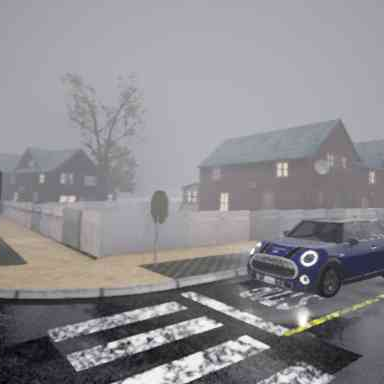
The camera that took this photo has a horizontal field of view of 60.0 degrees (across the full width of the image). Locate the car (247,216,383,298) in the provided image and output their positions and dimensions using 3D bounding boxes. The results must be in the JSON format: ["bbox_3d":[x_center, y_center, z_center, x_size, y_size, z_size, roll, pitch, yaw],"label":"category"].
[{"bbox_3d":[3.626,1.482,8.969,4.553,1.767,2.097,1,-1,-35],"label":"car"}]
